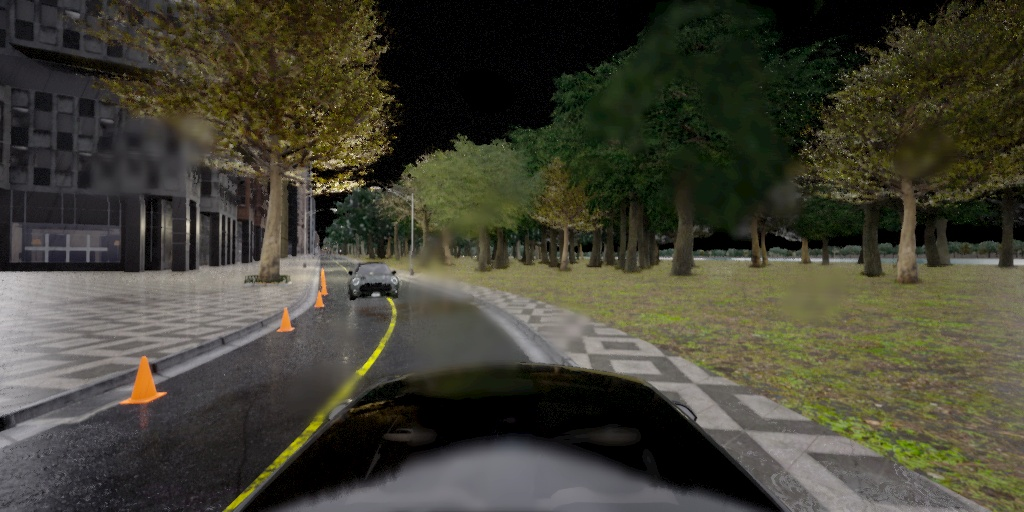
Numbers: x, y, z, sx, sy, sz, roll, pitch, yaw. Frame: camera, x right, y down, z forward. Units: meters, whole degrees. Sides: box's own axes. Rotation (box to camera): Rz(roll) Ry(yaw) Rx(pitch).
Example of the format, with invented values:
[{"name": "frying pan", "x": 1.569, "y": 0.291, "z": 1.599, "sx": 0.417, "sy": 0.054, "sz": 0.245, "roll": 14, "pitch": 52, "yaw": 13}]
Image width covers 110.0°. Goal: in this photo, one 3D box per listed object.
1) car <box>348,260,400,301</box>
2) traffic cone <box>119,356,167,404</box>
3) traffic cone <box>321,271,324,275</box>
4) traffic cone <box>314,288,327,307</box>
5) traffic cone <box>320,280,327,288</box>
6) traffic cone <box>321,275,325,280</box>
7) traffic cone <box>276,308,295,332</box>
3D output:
[{"name": "car", "x": -6.761, "y": 1.073, "z": 17.362, "sx": 2.097, "sy": 1.767, "sz": 4.553, "roll": 0, "pitch": 0, "yaw": -25}, {"name": "traffic cone", "x": -5.126, "y": 1.698, "z": 4.995, "sx": 0.340, "sy": 0.580, "sz": 0.340, "roll": 0, "pitch": 0, "yaw": -8}, {"name": "traffic cone", "x": -14.254, "y": 1.605, "z": 27.058, "sx": 0.340, "sy": 0.580, "sz": 0.340, "roll": 0, "pitch": 0, "yaw": -28}, {"name": "traffic cone", "x": -7.510, "y": 1.674, "z": 13.979, "sx": 0.340, "sy": 0.580, "sz": 0.340, "roll": 0, "pitch": 0, "yaw": -22}, {"name": "traffic cone", "x": -9.550, "y": 1.655, "z": 18.232, "sx": 0.340, "sy": 0.580, "sz": 0.340, "roll": 0, "pitch": 0, "yaw": -28}, {"name": "traffic cone", "x": -11.902, "y": 1.632, "z": 22.644, "sx": 0.340, "sy": 0.580, "sz": 0.340, "roll": 0, "pitch": 0, "yaw": -28}, {"name": "traffic cone", "x": -6.033, "y": 1.687, "z": 9.563, "sx": 0.340, "sy": 0.580, "sz": 0.340, "roll": 0, "pitch": 0, "yaw": -15}]
